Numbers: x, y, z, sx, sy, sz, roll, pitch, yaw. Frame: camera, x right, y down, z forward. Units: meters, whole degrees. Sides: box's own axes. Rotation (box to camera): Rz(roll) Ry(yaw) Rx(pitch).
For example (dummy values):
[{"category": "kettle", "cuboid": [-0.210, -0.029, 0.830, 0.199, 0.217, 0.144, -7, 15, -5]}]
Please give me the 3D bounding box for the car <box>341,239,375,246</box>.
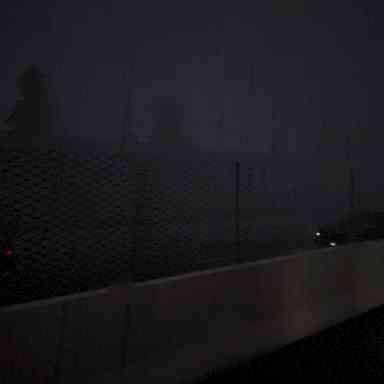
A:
[{"category": "car", "cuboid": [7.205, 1.462, 13.425, 5.357, 1.411, 2.033, 0, 0, -35]}]
